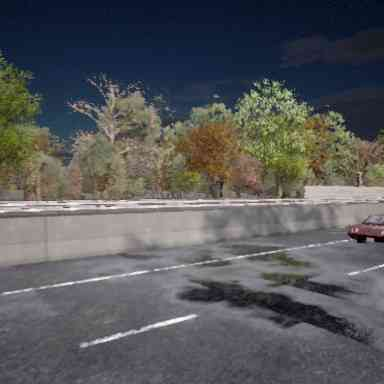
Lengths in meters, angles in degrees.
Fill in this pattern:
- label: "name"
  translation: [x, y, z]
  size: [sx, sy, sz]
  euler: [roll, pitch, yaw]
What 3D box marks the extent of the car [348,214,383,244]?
- label: "car"
  translation: [8.904, 1.612, 14.507]
  size: [4.718, 1.301, 1.895]
  euler: [0, 0, -35]
